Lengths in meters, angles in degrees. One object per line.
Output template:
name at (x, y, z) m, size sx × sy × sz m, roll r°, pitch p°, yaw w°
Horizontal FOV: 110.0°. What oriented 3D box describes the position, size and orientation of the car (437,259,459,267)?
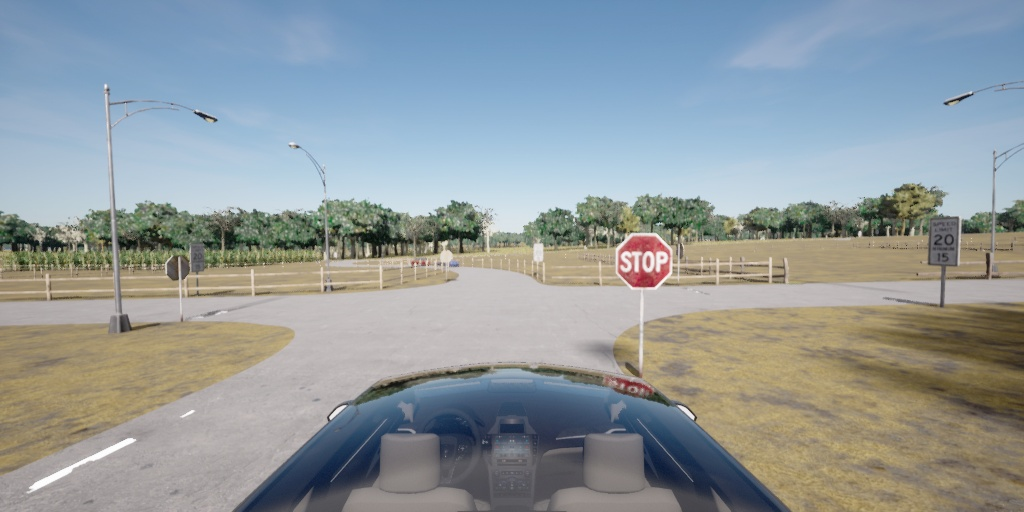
car at (-10.914, 1.196, 61.024) m, size 2.033 × 1.411 × 5.357 m, roll -1°, pitch 0°, yaw -37°
